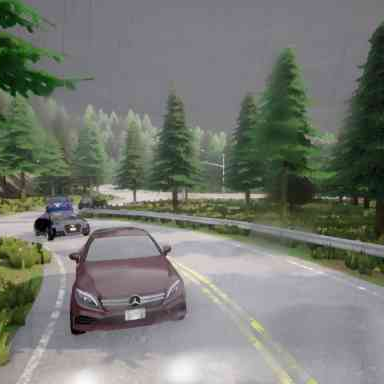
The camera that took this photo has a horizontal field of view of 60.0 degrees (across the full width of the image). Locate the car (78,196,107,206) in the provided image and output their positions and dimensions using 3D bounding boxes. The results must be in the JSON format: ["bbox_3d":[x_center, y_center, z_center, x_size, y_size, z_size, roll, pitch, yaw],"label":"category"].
[{"bbox_3d":[-12.644,1.289,42.805,2.097,1.767,4.553,2,2,13],"label":"car"}]

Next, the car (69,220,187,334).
[{"bbox_3d":[-1.509,1.523,7.044,1.812,1.442,4.674,-2,0,-17],"label":"car"}]

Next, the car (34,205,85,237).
[{"bbox_3d":[-7.023,1.664,17.751,1.994,1.385,4.181,-4,2,-38],"label":"car"}]

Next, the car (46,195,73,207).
[{"bbox_3d":[-12.805,1.326,32.221,2.150,2.045,5.566,-1,0,-18],"label":"car"}]
